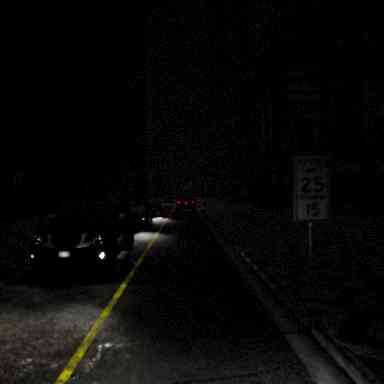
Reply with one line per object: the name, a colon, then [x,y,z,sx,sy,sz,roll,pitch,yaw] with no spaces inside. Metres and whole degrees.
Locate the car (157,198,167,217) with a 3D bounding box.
car: [-3.715,1.594,31.260,1.994,1.385,4.181,0,0,-1]

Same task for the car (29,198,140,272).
car: [-3.322,1.238,11.270,2.150,2.045,5.566,0,0,-1]

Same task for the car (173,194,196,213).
car: [-0.698,1.243,37.476,2.150,2.045,5.566,0,0,-1]

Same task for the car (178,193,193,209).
car: [-0.948,1.259,48.527,2.150,2.045,5.566,0,0,-1]

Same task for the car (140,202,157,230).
car: [-3.532,1.547,21.234,1.812,1.442,4.674,0,0,-1]

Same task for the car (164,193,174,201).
car: [-4.469,1.198,67.817,2.150,2.045,5.566,0,0,-1]
